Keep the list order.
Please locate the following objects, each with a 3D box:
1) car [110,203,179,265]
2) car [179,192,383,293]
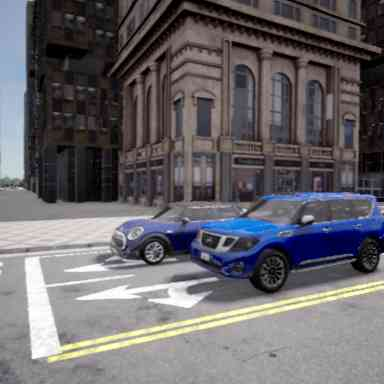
[{"bbox_3d":[-0.258,1.121,10.768,4.553,1.767,2.097,0,1,-27],"label":"car"},{"bbox_3d":[2.710,1.050,8.654,5.566,2.045,2.150,0,1,-29],"label":"car"}]
